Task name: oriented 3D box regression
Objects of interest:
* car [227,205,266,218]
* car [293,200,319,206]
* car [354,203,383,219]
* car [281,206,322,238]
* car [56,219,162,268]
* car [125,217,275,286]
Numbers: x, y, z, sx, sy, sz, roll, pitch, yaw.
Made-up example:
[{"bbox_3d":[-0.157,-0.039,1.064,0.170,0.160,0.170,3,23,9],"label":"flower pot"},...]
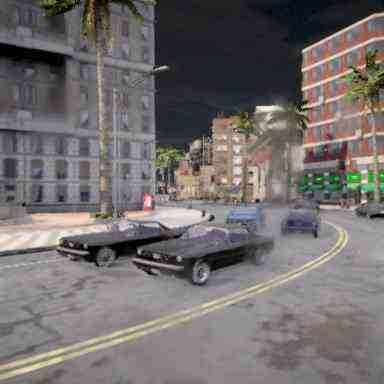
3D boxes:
[{"bbox_3d":[3.568,1.585,21.379,1.882,1.535,5.008,0,0,20],"label":"car"},{"bbox_3d":[15.294,1.732,44.663,1.994,1.385,4.181,0,0,-11],"label":"car"},{"bbox_3d":[16.171,1.638,29.793,1.994,1.385,4.181,0,0,6],"label":"car"},{"bbox_3d":[6.171,1.674,18.561,1.895,1.301,4.718,-1,0,23],"label":"car"},{"bbox_3d":[-2.270,1.691,11.922,1.895,1.301,4.718,-1,0,41],"label":"car"},{"bbox_3d":[0.571,1.660,9.890,1.895,1.301,4.718,-1,0,41],"label":"car"}]
